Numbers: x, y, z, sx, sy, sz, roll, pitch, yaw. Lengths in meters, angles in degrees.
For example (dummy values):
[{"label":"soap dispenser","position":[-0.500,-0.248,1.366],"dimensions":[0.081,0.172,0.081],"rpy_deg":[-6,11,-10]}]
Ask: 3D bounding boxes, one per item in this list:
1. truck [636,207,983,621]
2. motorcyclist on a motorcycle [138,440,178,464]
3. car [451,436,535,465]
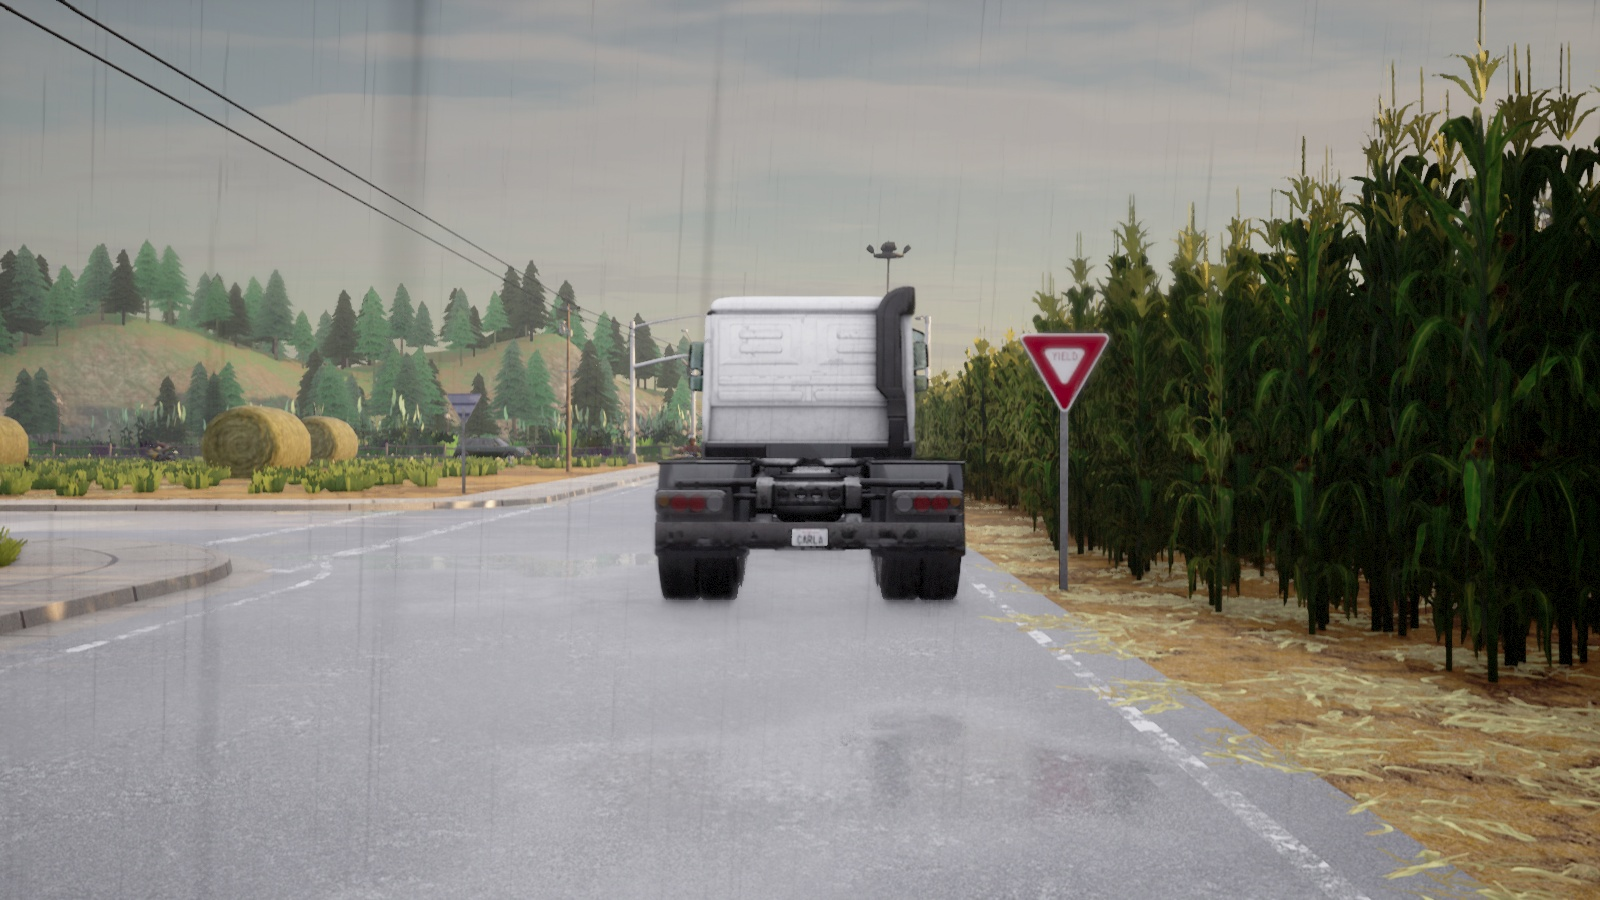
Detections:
[{"label":"truck","position":[0.099,-0.341,14.479],"dimensions":[2.891,3.462,7.936],"rpy_deg":[0,1,0]},{"label":"motorcyclist on a motorcycle","position":[-41.424,0.133,81.046],"dimensions":[2.191,1.530,0.866],"rpy_deg":[0,0,3]},{"label":"car","position":[-18.604,0.009,76.229],"dimensions":[4.553,1.767,2.097],"rpy_deg":[0,0,3]}]
